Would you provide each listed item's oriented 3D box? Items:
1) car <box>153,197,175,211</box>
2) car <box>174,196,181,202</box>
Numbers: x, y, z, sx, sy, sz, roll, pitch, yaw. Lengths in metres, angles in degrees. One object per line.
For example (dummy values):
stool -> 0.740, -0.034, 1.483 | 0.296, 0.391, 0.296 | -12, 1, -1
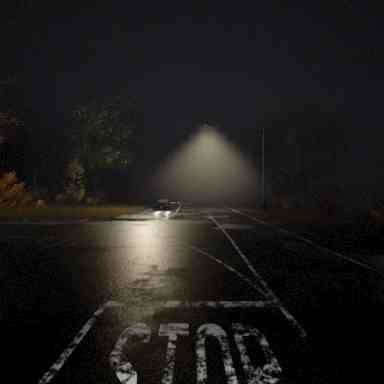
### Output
car -> -3.547, 1.581, 40.482 | 1.994, 1.385, 4.181 | 0, 0, 0
car -> -3.495, 1.584, 76.951 | 2.033, 1.411, 5.357 | 0, 0, 3
